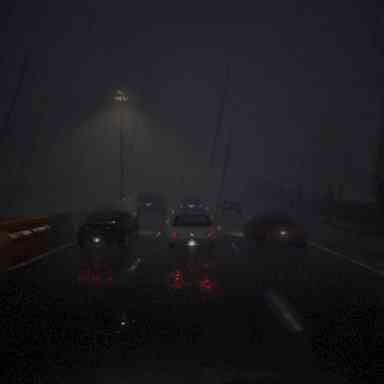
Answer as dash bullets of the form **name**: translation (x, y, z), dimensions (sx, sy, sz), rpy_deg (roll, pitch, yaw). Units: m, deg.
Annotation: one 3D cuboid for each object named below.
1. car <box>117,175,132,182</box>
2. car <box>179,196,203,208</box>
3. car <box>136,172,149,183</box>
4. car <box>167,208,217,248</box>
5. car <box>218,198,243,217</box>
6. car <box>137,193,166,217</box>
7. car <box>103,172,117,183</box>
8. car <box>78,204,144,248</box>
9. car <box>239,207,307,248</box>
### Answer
- **car**: translation (-14.315, -2.998, 72.878), dimensions (1.882, 1.535, 5.008), rpy_deg (0, 7, 0)
- **car**: translation (-0.076, 1.162, 29.637), dimensions (2.097, 1.767, 4.553), rpy_deg (0, 2, 0)
- **car**: translation (-10.815, -3.246, 72.839), dimensions (2.150, 2.045, 5.566), rpy_deg (0, 7, 0)
- **car**: translation (0.000, 1.613, 14.685), dimensions (1.895, 1.301, 4.718), rpy_deg (0, 0, 0)
- **car**: translation (3.424, 1.290, 29.692), dimensions (2.128, 1.511, 4.902), rpy_deg (0, 2, 0)
- **car**: translation (-3.576, 1.048, 29.675), dimensions (2.150, 2.045, 5.566), rpy_deg (0, 2, 0)
- **car**: translation (-17.815, -3.246, 72.800), dimensions (2.150, 2.045, 5.566), rpy_deg (0, 7, 0)
- **car**: translation (-3.500, 1.513, 14.653), dimensions (1.837, 1.490, 4.892), rpy_deg (0, 0, 0)
- **car**: translation (3.500, 1.570, 14.656), dimensions (1.994, 1.385, 4.181), rpy_deg (0, 0, 0)
